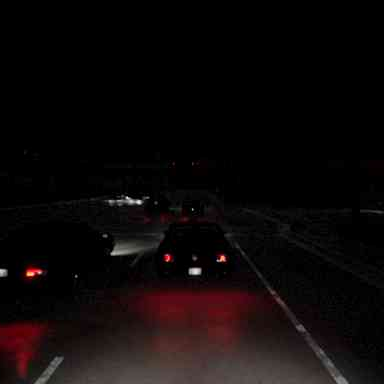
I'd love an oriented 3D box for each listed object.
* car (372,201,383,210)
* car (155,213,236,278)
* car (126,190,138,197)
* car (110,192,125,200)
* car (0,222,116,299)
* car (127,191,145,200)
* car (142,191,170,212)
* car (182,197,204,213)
[{"bbox_3d":[21.251,1.229,34.627,4.674,1.442,1.812,0,0,-2],"label":"car"},{"bbox_3d":[0.080,1.515,9.848,1.895,1.301,4.718,0,0,0],"label":"car"},{"bbox_3d":[-14.019,0.425,78.022,2.128,1.511,4.902,0,2,0],"label":"car"},{"bbox_3d":[-14.041,0.763,62.891,1.837,1.490,4.892,0,1,1],"label":"car"},{"bbox_3d":[-3.422,1.474,8.465,2.033,1.411,5.357,0,0,0],"label":"car"},{"bbox_3d":[-10.537,0.856,63.055,1.895,1.301,4.718,0,1,1],"label":"car"},{"bbox_3d":[-3.413,1.049,33.619,2.097,1.767,4.553,0,1,0],"label":"car"},{"bbox_3d":[0.085,1.220,30.257,2.128,1.511,4.902,0,1,0],"label":"car"}]
